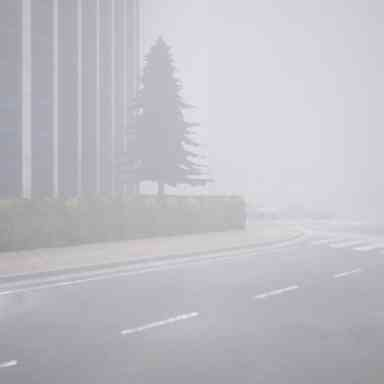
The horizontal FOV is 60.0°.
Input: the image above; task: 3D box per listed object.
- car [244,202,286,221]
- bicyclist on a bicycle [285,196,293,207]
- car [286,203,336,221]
[{"bbox_3d":[5.306,1.567,28.284,1.812,1.442,4.674,0,0,-36],"label":"car"},{"bbox_3d":[12.913,1.331,44.190,1.656,1.620,0.582,0,0,-36],"label":"bicyclist on a bicycle"},{"bbox_3d":[9.622,1.639,28.285,1.895,1.301,4.718,0,0,-36],"label":"car"}]
